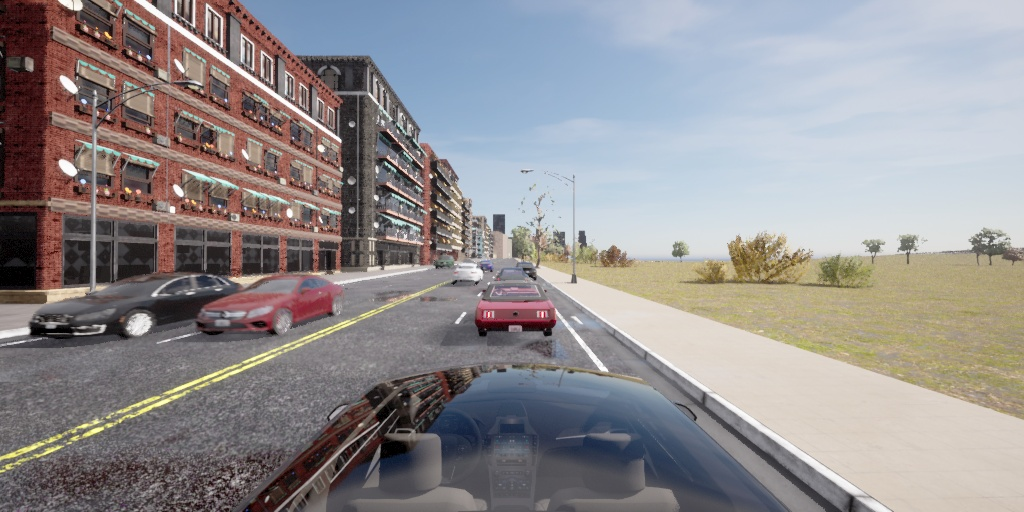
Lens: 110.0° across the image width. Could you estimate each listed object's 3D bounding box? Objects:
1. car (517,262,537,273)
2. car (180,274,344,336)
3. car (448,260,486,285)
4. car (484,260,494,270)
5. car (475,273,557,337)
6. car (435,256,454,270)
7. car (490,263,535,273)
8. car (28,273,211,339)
[{"bbox_3d":[1.059,1.259,30.335,1.837,1.490,4.892,0,0,0],"label":"car"},{"bbox_3d":[-6.623,1.277,10.514,1.812,1.442,4.674,0,0,0],"label":"car"},{"bbox_3d":[-3.218,1.279,26.400,1.812,1.442,4.674,0,0,0],"label":"car"},{"bbox_3d":[-3.268,1.280,44.931,1.812,1.442,4.674,0,-1,0],"label":"car"},{"bbox_3d":[0.077,1.352,10.311,1.895,1.301,4.718,0,0,0],"label":"car"},{"bbox_3d":[-9.986,0.973,53.633,2.150,2.045,5.566,0,0,0],"label":"car"},{"bbox_3d":[0.040,1.317,20.341,1.994,1.385,4.181,0,0,0],"label":"car"},{"bbox_3d":[-9.874,1.256,10.099,1.837,1.490,4.892,0,0,0],"label":"car"}]
